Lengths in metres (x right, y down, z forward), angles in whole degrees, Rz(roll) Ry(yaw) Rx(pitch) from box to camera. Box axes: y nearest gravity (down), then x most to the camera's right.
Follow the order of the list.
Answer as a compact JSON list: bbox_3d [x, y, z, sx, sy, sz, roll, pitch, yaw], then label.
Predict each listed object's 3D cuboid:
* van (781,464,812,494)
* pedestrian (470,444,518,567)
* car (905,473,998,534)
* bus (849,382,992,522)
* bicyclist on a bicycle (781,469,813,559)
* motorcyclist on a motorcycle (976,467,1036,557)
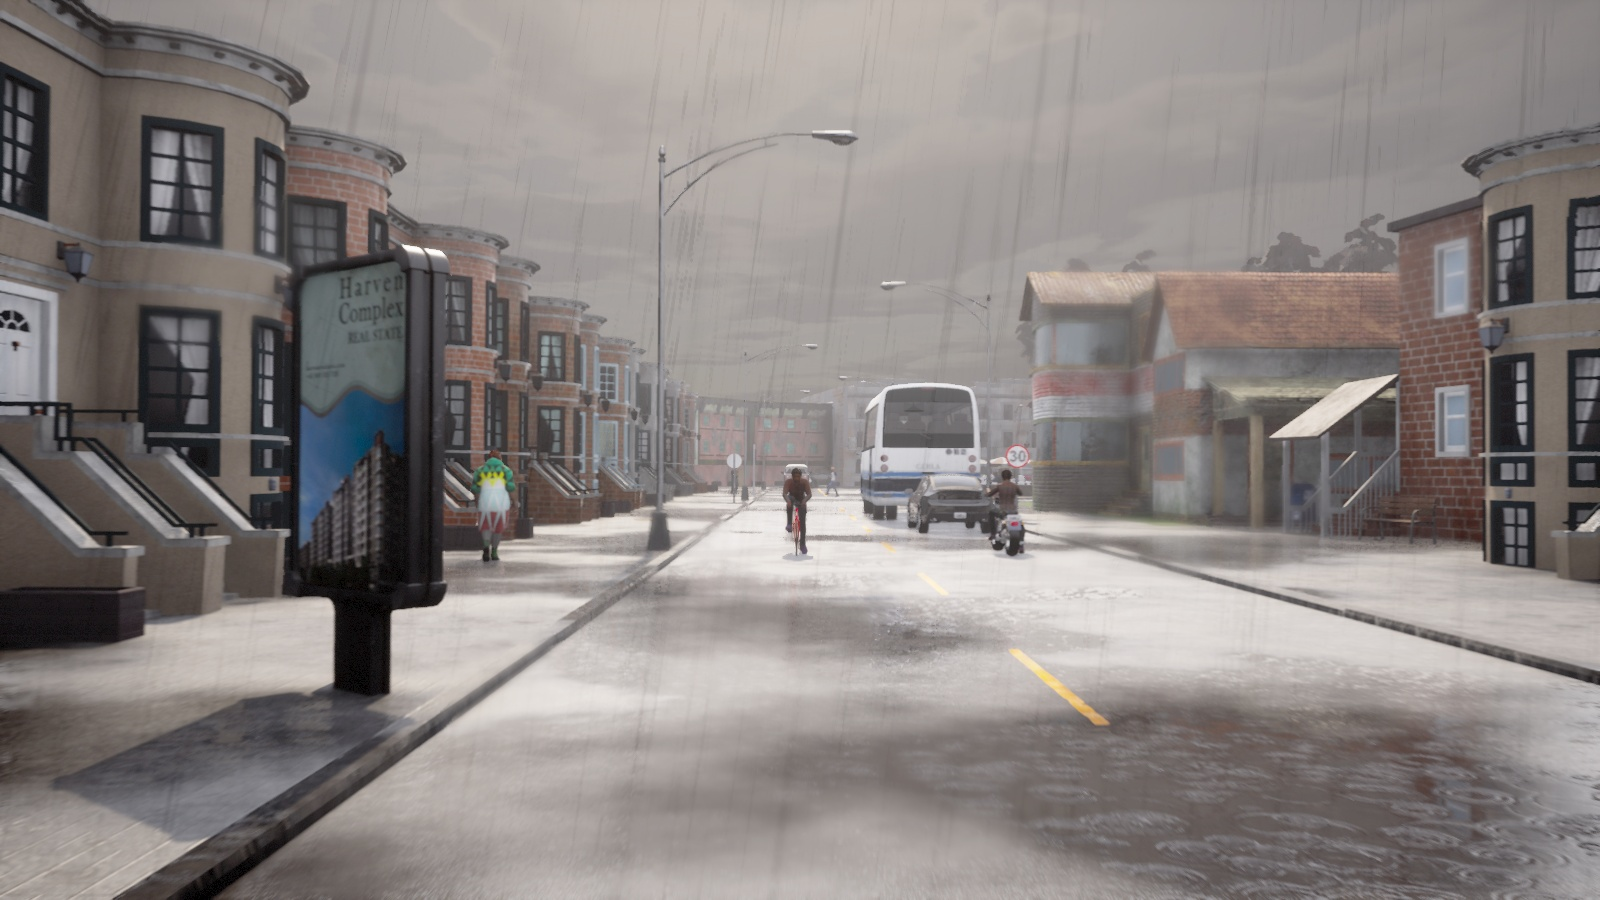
[{"bbox_3d":[-0.226,2.001,87.324,2.069,2.038,4.480,0,-1,0],"label":"van"},{"bbox_3d":[-4.938,0.884,20.321,0.659,1.952,0.873,0,-1,-7],"label":"pedestrian"},{"bbox_3d":[3.923,1.362,33.329,1.837,1.490,4.892,0,-1,0],"label":"car"},{"bbox_3d":[3.883,0.149,43.422,3.944,4.253,10.273,0,-1,0],"label":"bus"},{"bbox_3d":[-0.055,1.158,23.343,0.582,1.620,1.656,0,-1,0],"label":"bicyclist on a bicycle"},{"bbox_3d":[3.944,1.155,24.233,0.766,1.649,2.350,0,-1,0],"label":"motorcyclist on a motorcycle"}]
